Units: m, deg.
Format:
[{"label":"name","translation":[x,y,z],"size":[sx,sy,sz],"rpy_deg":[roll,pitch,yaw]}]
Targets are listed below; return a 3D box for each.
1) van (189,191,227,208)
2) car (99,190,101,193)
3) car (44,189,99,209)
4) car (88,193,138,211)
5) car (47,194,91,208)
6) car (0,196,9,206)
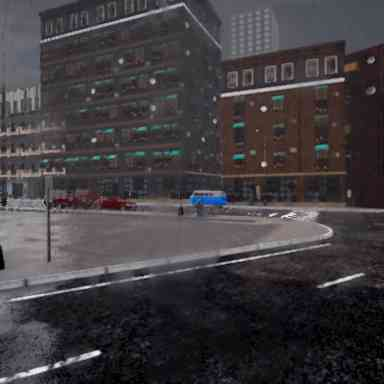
[{"label":"van","translation":[1.742,0.770,35.329],"size":[3.998,1.788,1.690],"rpy_deg":[1,0,24]},{"label":"car","translation":[-13.703,0.540,42.180],"size":[5.009,1.841,2.192],"rpy_deg":[1,0,24]},{"label":"car","translation":[-12.046,0.714,32.279],"size":[5.009,1.841,2.192],"rpy_deg":[1,0,24]},{"label":"car","translation":[-6.902,1.049,29.994],"size":[4.206,1.307,1.802],"rpy_deg":[1,0,24]},{"label":"car","translation":[-13.122,0.902,35.577],"size":[4.181,1.385,1.994],"rpy_deg":[1,1,24]},{"label":"car","translation":[-22.351,0.805,36.848],"size":[4.507,1.381,1.887],"rpy_deg":[1,0,24]}]
